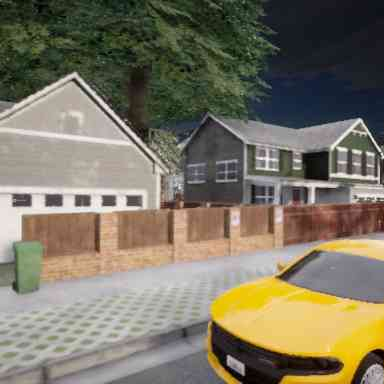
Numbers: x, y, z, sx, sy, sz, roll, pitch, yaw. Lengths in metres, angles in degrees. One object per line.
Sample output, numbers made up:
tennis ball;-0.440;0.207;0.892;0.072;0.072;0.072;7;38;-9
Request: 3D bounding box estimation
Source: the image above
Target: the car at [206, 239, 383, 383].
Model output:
car;2.482;1.479;4.796;5.008;1.535;1.882;0;0;-35
